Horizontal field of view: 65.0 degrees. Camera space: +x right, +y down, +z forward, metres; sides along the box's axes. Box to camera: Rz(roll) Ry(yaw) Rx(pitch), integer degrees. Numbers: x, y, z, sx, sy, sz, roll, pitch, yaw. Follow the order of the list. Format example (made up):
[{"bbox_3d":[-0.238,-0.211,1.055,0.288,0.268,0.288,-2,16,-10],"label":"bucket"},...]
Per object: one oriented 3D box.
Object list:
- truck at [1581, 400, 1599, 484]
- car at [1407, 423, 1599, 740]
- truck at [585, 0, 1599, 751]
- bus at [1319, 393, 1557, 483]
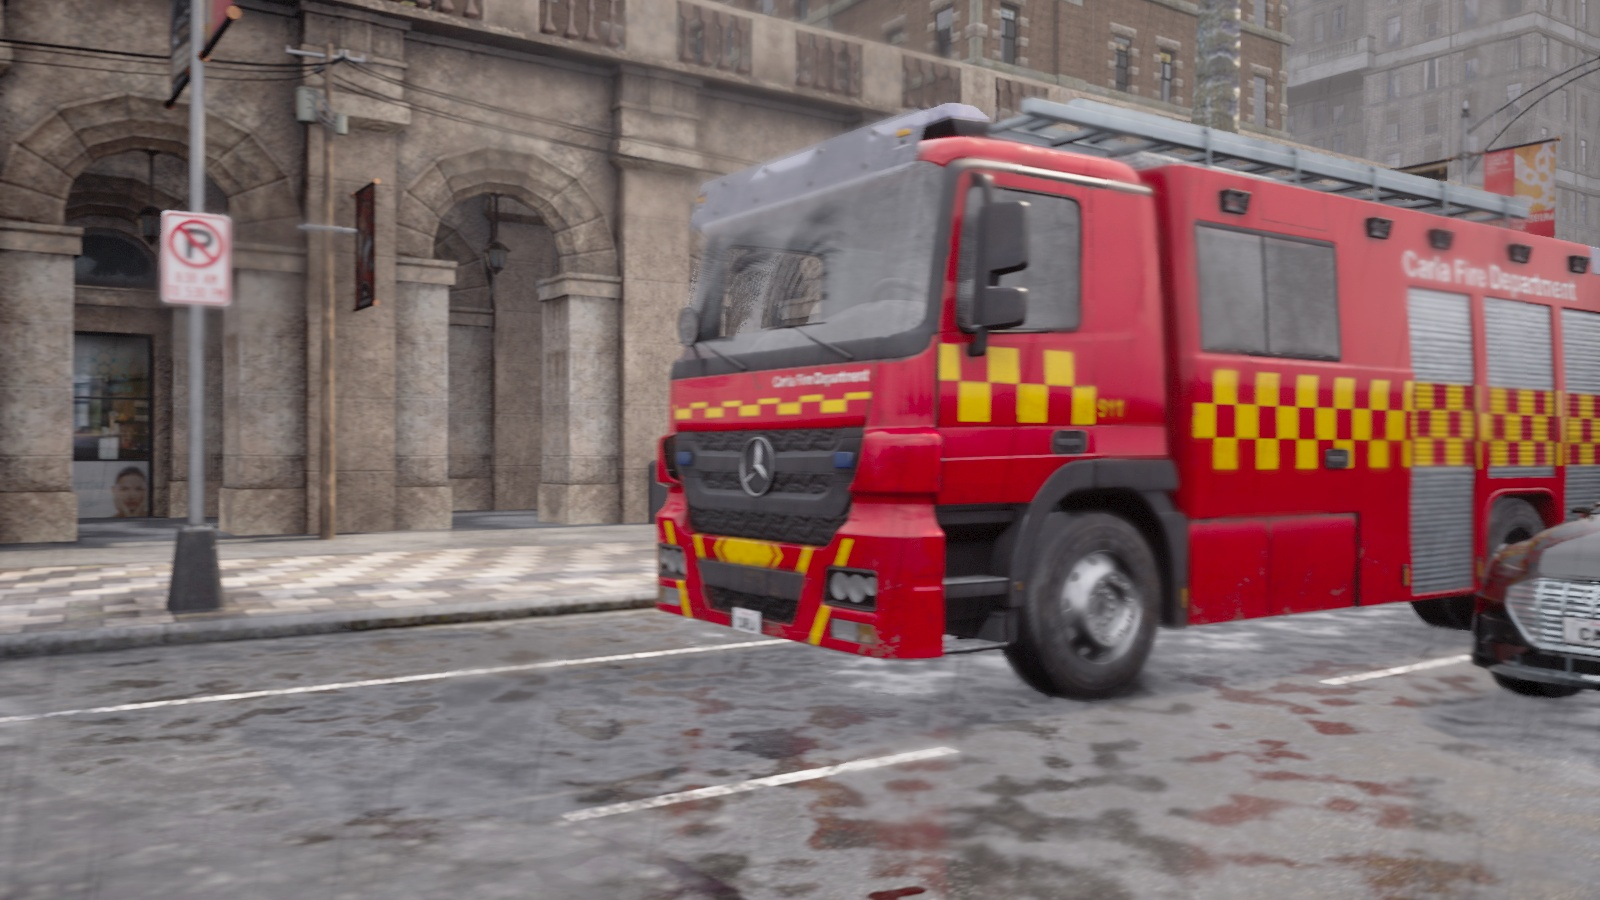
[{"bbox_3d":[39.292,-0.368,54.694,2.891,3.827,8.468,0,0,-34],"label":"truck"},{"bbox_3d":[6.155,0.681,7.919,4.856,1.649,2.033,0,0,-34],"label":"car"},{"bbox_3d":[2.825,-0.401,9.882,8.468,3.827,2.891,0,0,-34],"label":"truck"},{"bbox_3d":[32.545,-0.541,64.649,3.944,4.253,10.273,0,0,-35],"label":"bus"}]
